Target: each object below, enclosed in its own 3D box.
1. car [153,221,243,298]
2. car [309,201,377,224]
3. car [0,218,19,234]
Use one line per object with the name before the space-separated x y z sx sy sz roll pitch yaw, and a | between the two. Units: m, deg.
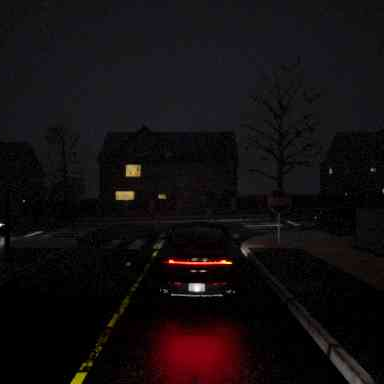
car | 0.187 1.503 8.520 1.837 1.490 4.892 0 0 2
car | 10.210 1.292 21.646 4.718 1.301 1.895 -1 1 -1
car | -12.352 1.792 18.790 4.674 1.442 1.812 -1 1 0
